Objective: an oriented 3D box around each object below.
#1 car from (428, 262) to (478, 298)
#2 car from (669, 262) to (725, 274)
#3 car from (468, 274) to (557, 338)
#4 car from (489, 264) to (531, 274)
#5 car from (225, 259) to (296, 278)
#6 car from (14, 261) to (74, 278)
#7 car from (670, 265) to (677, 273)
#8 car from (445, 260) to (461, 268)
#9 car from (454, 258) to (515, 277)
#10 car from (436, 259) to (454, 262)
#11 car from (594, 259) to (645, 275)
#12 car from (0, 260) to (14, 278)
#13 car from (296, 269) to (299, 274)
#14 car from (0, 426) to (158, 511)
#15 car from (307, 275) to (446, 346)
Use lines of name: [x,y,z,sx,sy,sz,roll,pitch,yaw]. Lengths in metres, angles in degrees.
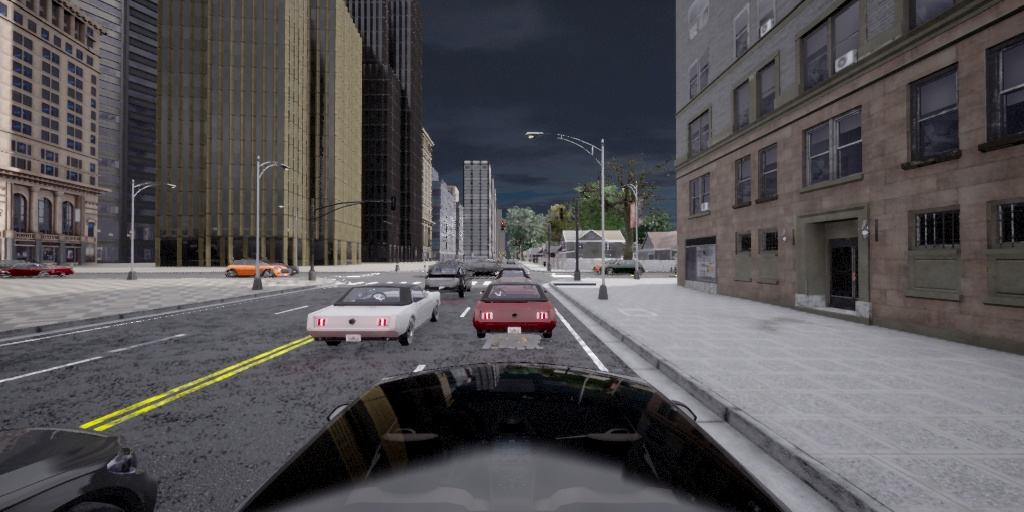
car: [-3.198,1.243,18.652,2.128,1.511,4.902,0,0,0]
car: [21.099,1.353,41.137,5.357,1.411,2.033,0,-1,0]
car: [0.058,1.351,10.118,1.895,1.301,4.718,0,0,0]
car: [0.049,1.316,18.875,1.994,1.385,4.181,0,0,0]
car: [-21.833,1.060,30.955,4.553,1.767,2.097,0,-1,-3]
car: [-43.268,1.337,32.577,4.718,1.301,1.895,0,-1,-6]
car: [18.188,1.229,34.449,4.902,1.511,2.128,0,-1,0]
car: [-10.003,1.317,61.194,1.994,1.385,4.181,0,0,0]
car: [-2.144,1.192,31.286,5.008,1.535,1.882,0,-1,0]
car: [-5.574,1.249,34.547,4.892,1.490,1.837,0,0,0]
car: [11.505,1.124,37.922,4.553,1.767,2.097,0,-1,0]
car: [-45.025,1.251,29.121,5.357,1.411,2.033,0,-1,-6]
car: [-22.789,1.303,34.172,4.181,1.385,1.994,0,-1,-3]
car: [-3.142,1.275,0.256,1.812,1.442,4.674,0,0,0]
car: [-3.176,1.352,9.398,1.895,1.301,4.718,0,0,0]
